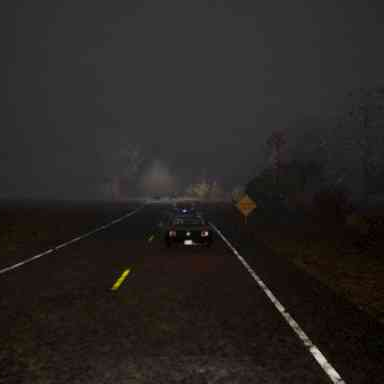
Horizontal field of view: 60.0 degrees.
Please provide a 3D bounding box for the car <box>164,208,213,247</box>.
[{"bbox_3d":[-0.181,1.602,14.766,1.895,1.301,4.718,0,0,-1],"label":"car"}]

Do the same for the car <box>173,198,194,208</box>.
[{"bbox_3d":[-0.715,1.536,29.769,1.994,1.385,4.181,0,0,-3],"label":"car"}]

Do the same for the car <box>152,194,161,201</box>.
[{"bbox_3d":[-8.078,1.218,75.552,1.812,1.442,4.674,0,0,-7],"label":"car"}]

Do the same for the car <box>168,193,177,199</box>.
[{"bbox_3d":[-5.206,1.069,89.914,2.097,1.767,4.553,0,0,-8],"label":"car"}]

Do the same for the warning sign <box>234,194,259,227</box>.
[{"bbox_3d":[3.241,1.092,19.972,1.300,1.860,1.060,1,1,-2],"label":"warning sign"}]
